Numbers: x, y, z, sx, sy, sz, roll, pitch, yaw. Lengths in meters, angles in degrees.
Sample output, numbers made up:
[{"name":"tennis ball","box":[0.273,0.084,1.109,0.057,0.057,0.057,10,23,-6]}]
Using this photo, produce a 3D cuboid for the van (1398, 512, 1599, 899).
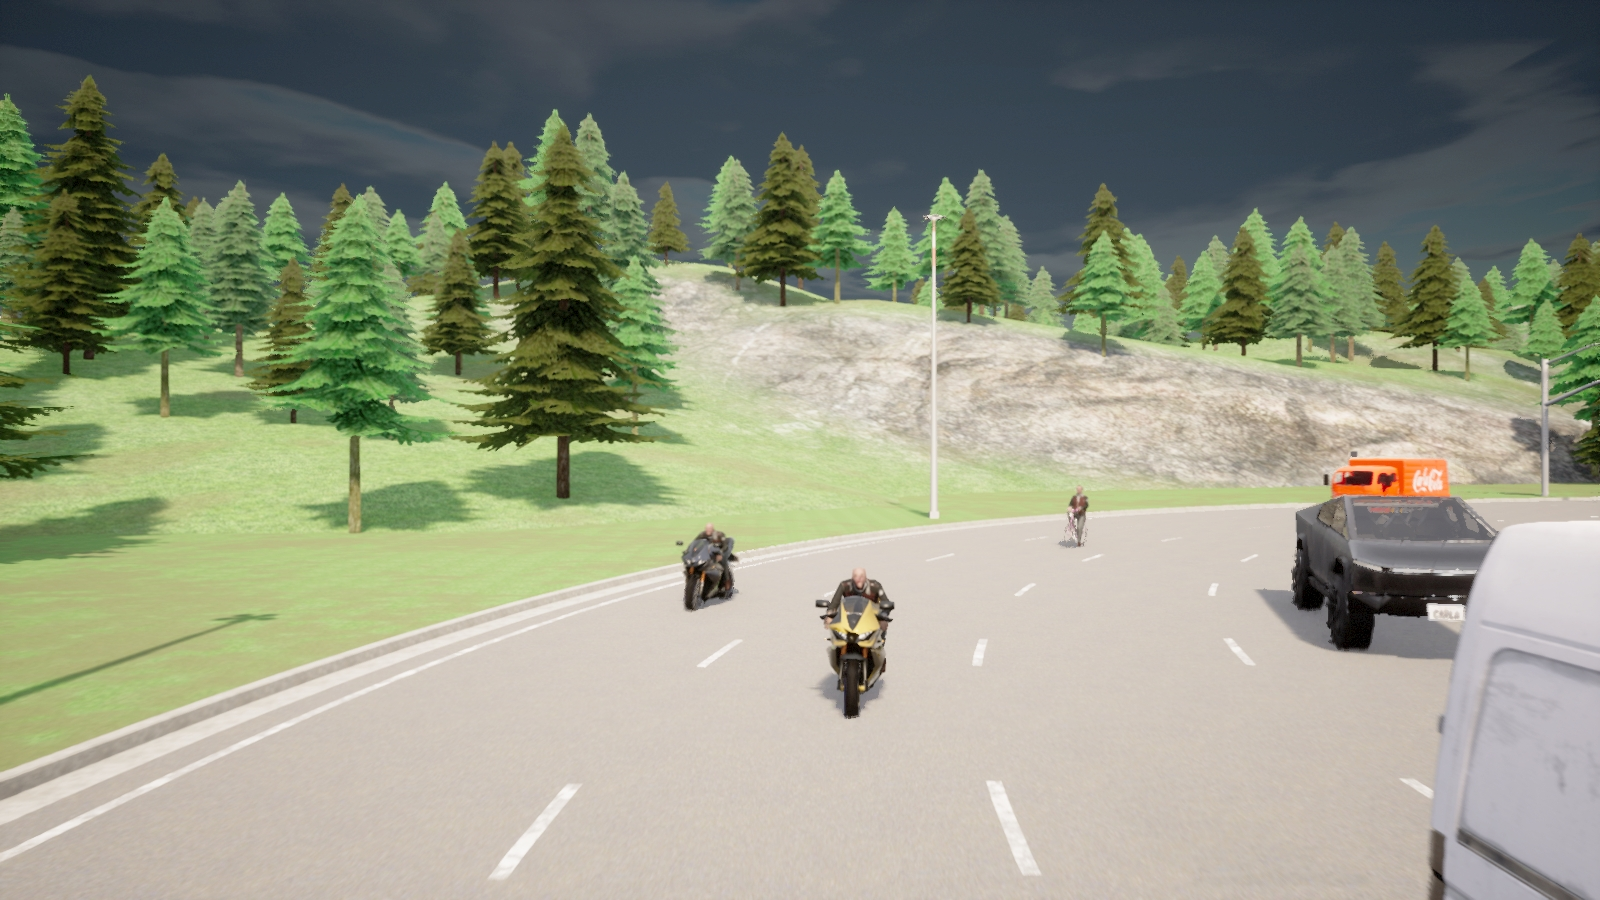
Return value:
[{"name":"van","box":[3.432,1.532,1.672,1.988,2.561,5.915,0,0,0]}]

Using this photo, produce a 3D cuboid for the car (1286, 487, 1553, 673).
[{"name":"car","box":[9.184,1.740,17.655,2.390,2.098,6.274,0,0,17]}]

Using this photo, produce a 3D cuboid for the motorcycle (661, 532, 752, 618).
[{"name":"motorcycle","box":[-1.629,2.189,20.451,0.867,1.251,2.209,1,0,16]}]

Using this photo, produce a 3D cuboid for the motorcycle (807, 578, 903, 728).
[{"name":"motorcycle","box":[0.654,2.195,12.774,0.867,1.251,2.209,1,0,8]}]

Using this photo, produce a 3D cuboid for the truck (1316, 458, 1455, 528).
[{"name":"truck","box":[22.012,1.538,42.903,5.204,2.467,2.627,0,0,-37]}]

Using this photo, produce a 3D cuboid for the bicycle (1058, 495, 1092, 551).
[{"name":"bicycle","box":[7.761,2.037,32.205,0.329,1.471,1.835,1,1,33]}]
